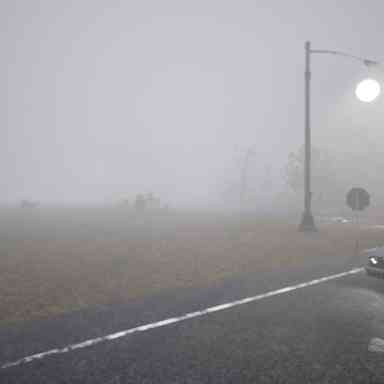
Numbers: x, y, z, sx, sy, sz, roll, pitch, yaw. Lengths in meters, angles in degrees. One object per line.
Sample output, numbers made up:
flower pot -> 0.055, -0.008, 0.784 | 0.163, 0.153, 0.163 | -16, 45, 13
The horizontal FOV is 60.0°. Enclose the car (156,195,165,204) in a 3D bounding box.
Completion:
car -> -6.408, 1.287, 58.661 | 1.812, 1.442, 4.674 | 0, 0, -33

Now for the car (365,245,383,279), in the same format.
car -> 6.707, 1.499, 8.685 | 5.357, 1.411, 2.033 | 0, 0, -35

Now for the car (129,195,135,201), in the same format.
car -> -10.675, 1.271, 64.959 | 1.812, 1.442, 4.674 | 0, 0, -34
